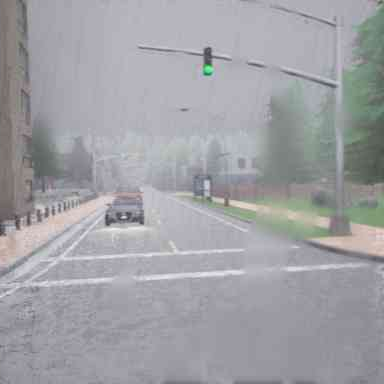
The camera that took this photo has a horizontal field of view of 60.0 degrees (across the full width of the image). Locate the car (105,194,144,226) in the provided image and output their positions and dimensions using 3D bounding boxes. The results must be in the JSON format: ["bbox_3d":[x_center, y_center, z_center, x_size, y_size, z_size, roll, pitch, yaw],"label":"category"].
[{"bbox_3d":[-3.764,1.032,18.710,1.994,1.385,4.181,-1,2,-10],"label":"car"}]

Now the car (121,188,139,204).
[{"bbox_3d":[-7.039,0.389,38.239,1.882,1.535,5.008,-1,2,-9],"label":"car"}]

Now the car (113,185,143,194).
[{"bbox_3d":[-5.332,0.428,27.928,2.150,2.045,5.566,-1,2,-9],"label":"car"}]
